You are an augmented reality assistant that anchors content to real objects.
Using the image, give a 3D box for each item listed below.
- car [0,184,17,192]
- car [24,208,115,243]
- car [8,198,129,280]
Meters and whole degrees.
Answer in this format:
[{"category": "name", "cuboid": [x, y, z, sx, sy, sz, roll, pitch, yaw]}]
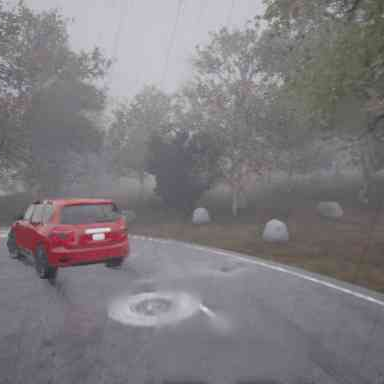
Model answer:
[{"category": "car", "cuboid": [-37.500, -0.841, 66.925, 1.895, 1.301, 4.718, -1, 5, 3]}, {"category": "car", "cuboid": [-6.109, 1.552, 16.369, 4.718, 1.301, 1.895, 0, 1, 36]}, {"category": "car", "cuboid": [-4.002, 1.208, 10.327, 2.150, 2.045, 5.566, -1, 0, -39]}]
